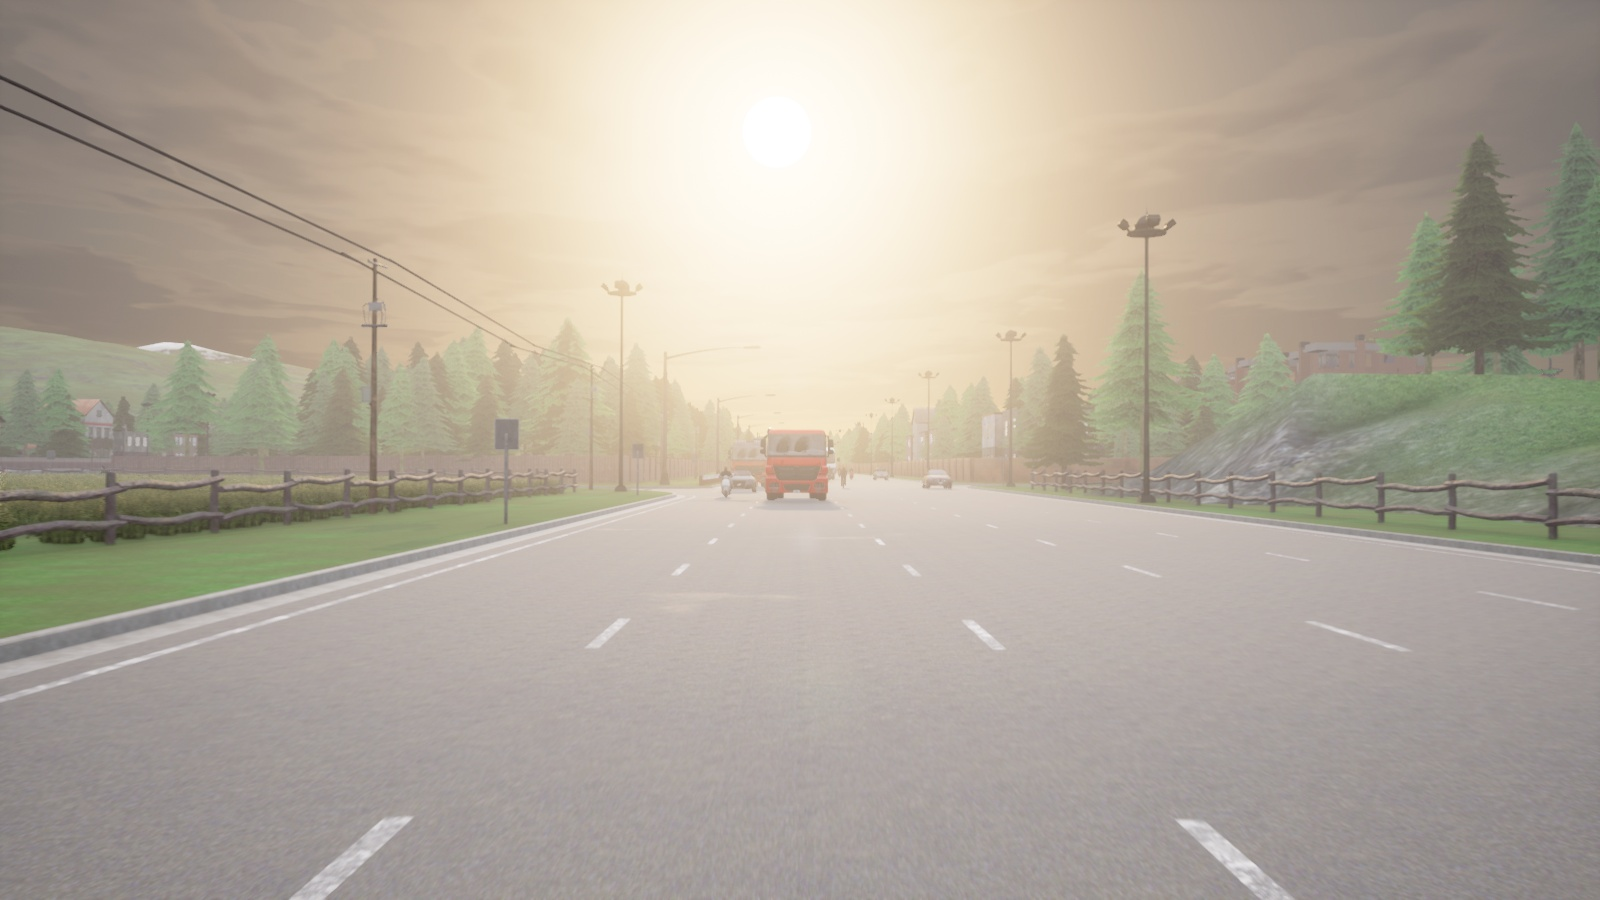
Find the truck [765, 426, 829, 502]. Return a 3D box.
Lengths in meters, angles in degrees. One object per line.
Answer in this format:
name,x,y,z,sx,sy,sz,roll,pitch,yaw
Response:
truck,-0.150,0.697,61.231,2.891,3.462,7.936,0,-1,0

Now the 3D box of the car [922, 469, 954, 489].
car,10.277,2.124,93.778,1.812,1.442,4.674,0,-1,0

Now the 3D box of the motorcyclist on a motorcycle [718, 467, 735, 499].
motorcyclist on a motorcycle,-3.764,1.692,64.399,0.866,1.590,1.817,-1,-1,-3

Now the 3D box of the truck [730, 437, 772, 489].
truck,-3.737,1.042,97.450,2.891,3.827,8.468,0,-1,0

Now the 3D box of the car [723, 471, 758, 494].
car,-3.686,1.999,78.312,1.994,1.385,4.181,0,-1,0
